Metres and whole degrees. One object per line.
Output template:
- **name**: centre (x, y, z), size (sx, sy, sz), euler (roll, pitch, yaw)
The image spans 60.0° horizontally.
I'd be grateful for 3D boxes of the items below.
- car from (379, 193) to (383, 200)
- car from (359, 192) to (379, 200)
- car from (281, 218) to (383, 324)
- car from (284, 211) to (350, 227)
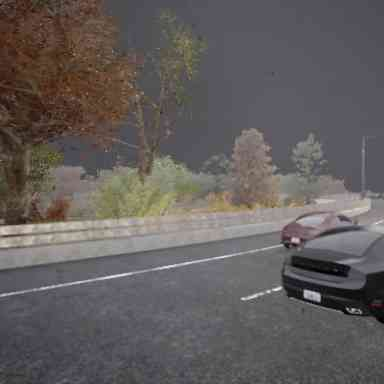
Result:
- **car**: centre (42.198, 0.984, 72.963), size (1.812, 1.442, 4.674), euler (0, 0, 7)
- **car**: centre (38.748, 0.840, 73.552), size (2.097, 1.767, 4.553), euler (0, 0, 7)
- **car**: centre (3.896, 1.474, 7.093), size (4.892, 1.490, 1.837), euler (0, 0, -39)
- **car**: centre (5.269, 1.481, 12.958), size (4.674, 1.442, 1.812), euler (0, 0, -42)
